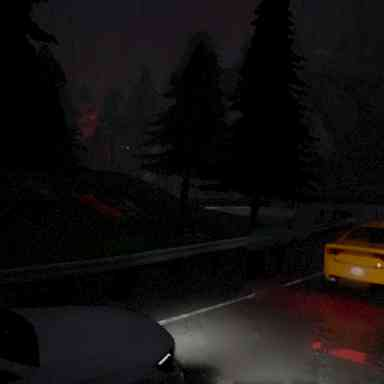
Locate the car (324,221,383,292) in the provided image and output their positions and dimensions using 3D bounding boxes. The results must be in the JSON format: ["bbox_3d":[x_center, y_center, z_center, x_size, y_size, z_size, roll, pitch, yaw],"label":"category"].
[{"bbox_3d":[5.258,1.487,8.555,5.008,1.535,1.882,0,0,-42],"label":"car"}]

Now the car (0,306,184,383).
[{"bbox_3d":[-2.250,1.525,2.411,4.674,1.442,1.812,0,0,-36],"label":"car"}]

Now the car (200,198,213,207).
[{"bbox_3d":[-0.079,1.542,50.298,5.357,1.411,2.033,0,0,35],"label":"car"}]

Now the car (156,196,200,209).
[{"bbox_3d":[-2.073,1.538,47.420,5.357,1.411,2.033,0,0,35],"label":"car"}]

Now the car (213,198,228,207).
[{"bbox_3d":[3.255,1.606,52.257,4.718,1.301,1.895,0,0,34],"label":"car"}]
